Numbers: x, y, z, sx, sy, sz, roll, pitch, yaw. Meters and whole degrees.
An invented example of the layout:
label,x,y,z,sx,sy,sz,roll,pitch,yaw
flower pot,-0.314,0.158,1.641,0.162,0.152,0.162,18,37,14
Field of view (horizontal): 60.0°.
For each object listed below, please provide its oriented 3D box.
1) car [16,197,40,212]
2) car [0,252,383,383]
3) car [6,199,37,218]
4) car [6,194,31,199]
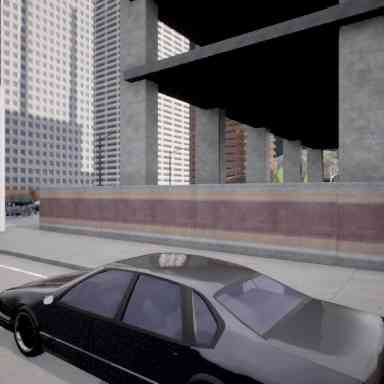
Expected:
label,x,y,z,sx,sy,sz,roll,pitch,yaw
car,-15.732,1.526,35.357,1.812,1.442,4.674,0,0,36
car,-0.411,1.547,4.285,5.357,1.411,2.033,0,0,35
car,-16.078,1.564,28.566,1.994,1.385,4.181,0,0,35
car,-19.873,1.221,35.634,2.150,2.045,5.566,0,0,36
